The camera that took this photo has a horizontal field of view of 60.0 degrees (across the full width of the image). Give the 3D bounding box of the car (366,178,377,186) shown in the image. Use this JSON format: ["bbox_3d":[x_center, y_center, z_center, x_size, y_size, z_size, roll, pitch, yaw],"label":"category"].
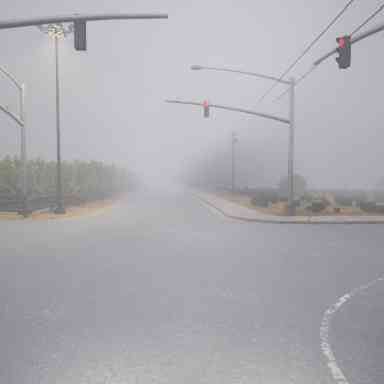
[{"bbox_3d":[42.094,-2.341,77.687,1.905,1.878,3.866,10,10,41],"label":"car"}]
